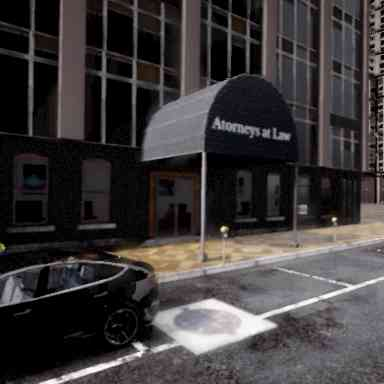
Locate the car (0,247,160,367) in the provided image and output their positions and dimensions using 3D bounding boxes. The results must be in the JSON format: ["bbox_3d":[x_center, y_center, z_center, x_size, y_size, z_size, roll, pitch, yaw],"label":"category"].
[{"bbox_3d":[-2.510,1.566,4.712,4.313,1.339,1.947,0,1,-35],"label":"car"}]
